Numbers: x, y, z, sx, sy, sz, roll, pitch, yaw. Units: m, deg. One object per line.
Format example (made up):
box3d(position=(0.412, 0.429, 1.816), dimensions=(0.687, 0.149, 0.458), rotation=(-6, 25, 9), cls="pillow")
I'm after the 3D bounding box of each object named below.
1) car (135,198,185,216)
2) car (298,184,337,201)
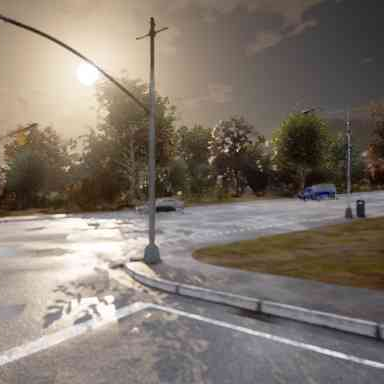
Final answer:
box3d(position=(-2.876, 1.309, 30.218), dimensions=(4.902, 1.511, 2.128), rotation=(-2, 1, -39), cls="car")
box3d(position=(16.334, 0.023, 43.329), dimensions=(5.566, 2.045, 2.150), rotation=(-4, 2, -29), cls="car")
